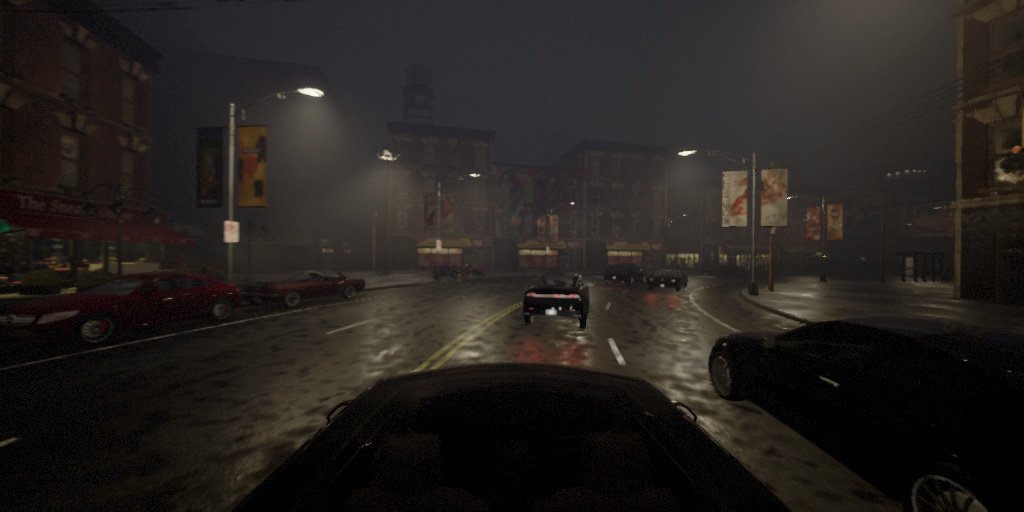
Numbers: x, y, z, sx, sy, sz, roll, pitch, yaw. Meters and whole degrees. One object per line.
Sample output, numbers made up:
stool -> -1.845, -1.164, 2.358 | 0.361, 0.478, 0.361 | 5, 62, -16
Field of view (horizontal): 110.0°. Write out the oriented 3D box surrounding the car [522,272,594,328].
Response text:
car -> 1.582, 1.279, 11.773 | 2.128, 1.511, 4.902 | 1, 0, 13

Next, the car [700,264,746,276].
car -> 25.201, 1.677, 42.681 | 5.357, 1.411, 2.033 | 1, 0, -16

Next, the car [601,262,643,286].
car -> 8.588, 1.377, 26.978 | 1.882, 1.535, 5.008 | 0, 0, 36

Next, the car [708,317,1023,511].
car -> 3.770, 1.324, 3.488 | 1.812, 1.442, 4.674 | 1, 0, 4

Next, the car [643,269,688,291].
car -> 10.300, 1.515, 23.551 | 1.895, 1.301, 4.718 | 1, 0, 33

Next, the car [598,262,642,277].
car -> 12.124, 1.444, 40.115 | 5.008, 1.535, 1.882 | 1, 0, -34
